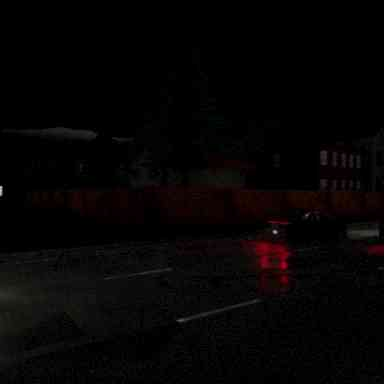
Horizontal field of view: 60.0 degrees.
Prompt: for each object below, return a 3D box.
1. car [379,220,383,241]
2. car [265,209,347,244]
[{"bbox_3d":[10.844,1.621,15.796,5.008,1.535,1.882,0,0,-36],"label":"car"},{"bbox_3d":[5.730,1.606,16.444,4.902,1.511,2.128,1,0,-36],"label":"car"}]
